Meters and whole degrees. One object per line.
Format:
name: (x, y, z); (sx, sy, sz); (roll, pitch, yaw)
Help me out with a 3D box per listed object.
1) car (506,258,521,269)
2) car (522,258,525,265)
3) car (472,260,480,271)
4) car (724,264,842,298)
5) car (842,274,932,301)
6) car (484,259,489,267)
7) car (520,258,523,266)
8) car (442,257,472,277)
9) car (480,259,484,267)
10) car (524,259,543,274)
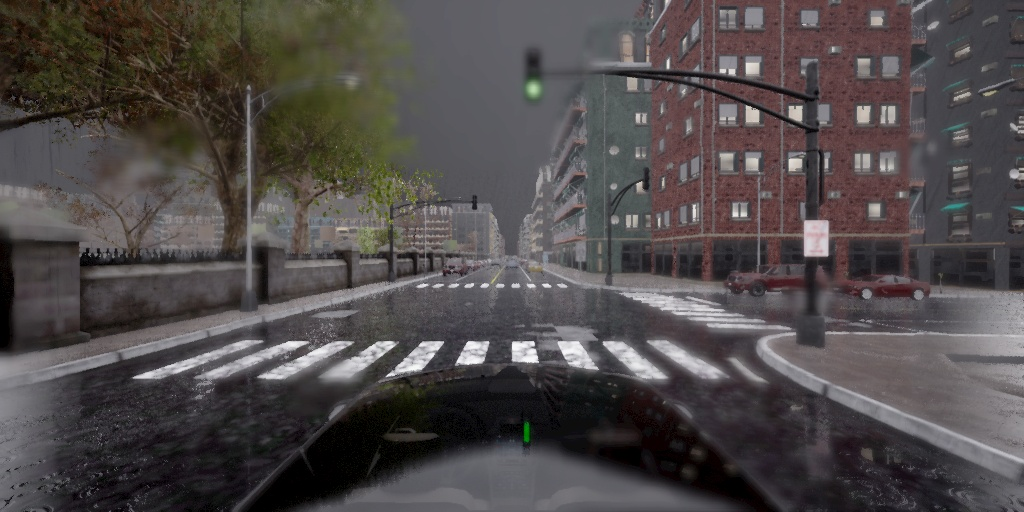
car: (0.000, 1.339, 56.292); (1.994, 1.385, 4.181); (0, 0, 0)
car: (2.690, 1.304, 47.452); (1.888, 1.381, 4.507); (0, 0, 0)
car: (-5.690, 1.199, 47.452); (1.967, 1.591, 4.097); (0, 0, 0)
car: (14.598, 1.335, 19.797); (5.009, 1.841, 2.192); (0, 0, 0)
car: (20.293, 1.669, 19.815); (4.507, 1.381, 1.888); (0, 0, 0)
car: (-5.690, 1.353, 64.057); (1.802, 1.307, 4.207); (0, 0, 0)
car: (2.690, 1.314, 52.988); (2.007, 1.370, 4.403); (0, 0, 0)
car: (-5.690, 1.067, 36.381); (2.192, 1.841, 5.009); (0, 0, 0)
car: (-5.690, 1.308, 52.987); (1.888, 1.381, 4.507); (0, 0, 0)
car: (2.690, 1.281, 42.087); (1.751, 1.417, 4.829); (0, 0, 0)
